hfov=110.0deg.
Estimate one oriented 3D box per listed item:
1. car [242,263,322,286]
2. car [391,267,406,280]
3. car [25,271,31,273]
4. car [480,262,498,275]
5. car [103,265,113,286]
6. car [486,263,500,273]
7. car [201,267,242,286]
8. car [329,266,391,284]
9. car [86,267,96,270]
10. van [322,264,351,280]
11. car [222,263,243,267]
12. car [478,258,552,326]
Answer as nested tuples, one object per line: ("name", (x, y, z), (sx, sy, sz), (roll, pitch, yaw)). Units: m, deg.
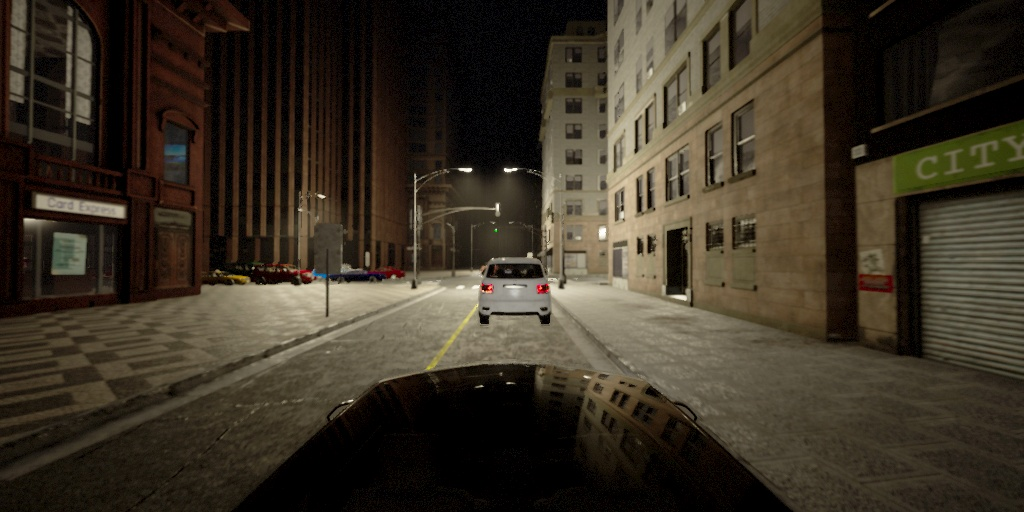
("car", (-19.634, 1.623, 30.818), (5.009, 1.841, 2.192), (0, 0, 0))
("car", (-13.993, 1.929, 39.325), (4.507, 1.381, 1.888), (0, 0, 0))
("car", (-44.888, 2.136, 33.528), (5.008, 1.535, 1.882), (-1, -1, 1))
("car", (-3.133, 1.677, 49.869), (2.097, 1.767, 4.553), (0, -1, 1))
("car", (-34.480, 1.753, 33.457), (5.566, 2.045, 2.150), (-1, -1, 0))
("car", (-3.092, 1.910, 58.945), (2.128, 1.511, 4.902), (0, -1, 0))
("car", (-25.089, 1.902, 30.834), (4.829, 1.417, 1.751), (0, 0, 0))
("car", (-14.159, 1.887, 33.380), (4.718, 1.301, 1.895), (-1, -1, 0))
("car", (-47.736, 2.106, 39.427), (5.009, 1.841, 2.192), (0, 0, 0))
("van", (-19.617, 1.793, 39.343), (3.998, 1.789, 1.690), (0, 0, 0))
("car", (-24.124, 1.628, 33.408), (5.566, 2.045, 2.150), (-1, -1, -1))
("car", (0.092, 1.102, 12.466), (2.150, 2.045, 5.566), (0, -1, 0))
